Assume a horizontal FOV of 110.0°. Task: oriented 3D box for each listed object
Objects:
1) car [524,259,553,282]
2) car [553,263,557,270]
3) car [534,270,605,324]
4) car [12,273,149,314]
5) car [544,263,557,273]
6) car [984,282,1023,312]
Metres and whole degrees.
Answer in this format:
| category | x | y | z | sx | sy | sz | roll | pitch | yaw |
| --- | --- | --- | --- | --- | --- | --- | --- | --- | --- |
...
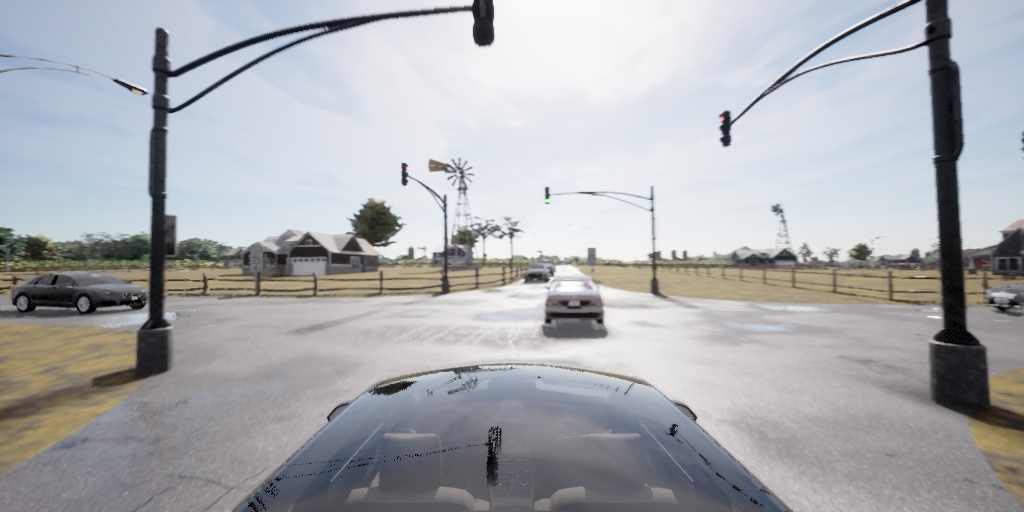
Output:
| category | x | y | z | sx | sy | sz | roll | pitch | yaw |
| --- | --- | --- | --- | --- | --- | --- | --- | --- | --- |
| car | 2.308 | 1.430 | 32.661 | 2.097 | 1.767 | 4.553 | -1 | -1 | 9 |
| car | 4.005 | 1.424 | 43.804 | 2.150 | 2.045 | 5.566 | -1 | -1 | 9 |
| car | 2.083 | 1.373 | 12.354 | 2.033 | 1.411 | 5.357 | -1 | -1 | 9 |
| car | -16.996 | 1.418 | 14.254 | 4.892 | 1.490 | 1.837 | 0 | -2 | 9 |
| car | 6.298 | 1.886 | 58.540 | 1.837 | 1.490 | 4.892 | -1 | -1 | 9 |
| car | 19.744 | 1.305 | 12.387 | 4.902 | 1.511 | 2.128 | 0 | -2 | 7 |
